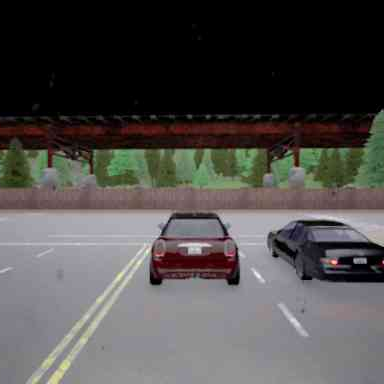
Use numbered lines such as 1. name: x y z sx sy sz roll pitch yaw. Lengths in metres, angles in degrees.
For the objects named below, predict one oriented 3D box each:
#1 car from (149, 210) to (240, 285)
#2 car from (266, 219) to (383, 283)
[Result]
1. car: 0.069 1.306 9.485 2.097 1.767 4.553 0 0 0
2. car: 3.573 1.501 9.564 2.033 1.411 5.357 0 0 0
